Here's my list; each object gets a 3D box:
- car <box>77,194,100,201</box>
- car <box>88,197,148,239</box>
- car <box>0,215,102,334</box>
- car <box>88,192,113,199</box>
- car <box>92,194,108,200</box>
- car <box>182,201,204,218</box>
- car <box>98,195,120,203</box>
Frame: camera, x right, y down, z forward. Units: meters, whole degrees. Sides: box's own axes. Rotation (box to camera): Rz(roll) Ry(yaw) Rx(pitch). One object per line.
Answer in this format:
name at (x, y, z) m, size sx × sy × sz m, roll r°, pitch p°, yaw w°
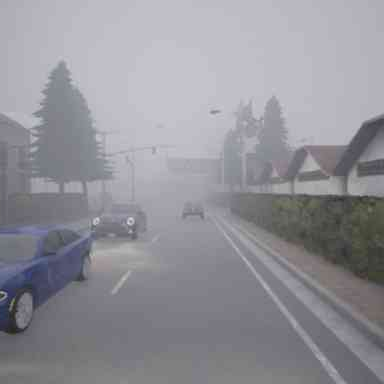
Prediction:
car at (-24.014, 1.219, 77.246) m, size 4.514 × 1.523 × 2.007 m, roll 0°, pitch 0°, yaw -1°
car at (-3.581, 1.334, 17.102) m, size 2.097 × 1.767 × 4.553 m, roll 0°, pitch 0°, yaw 0°
car at (-3.587, 1.470, 6.947) m, size 1.882 × 1.535 × 5.008 m, roll 0°, pitch 0°, yaw 0°
car at (-16.766, 1.014, 61.544) m, size 3.866 × 1.878 × 1.905 m, roll 0°, pitch 0°, yaw -1°
car at (-24.029, 1.230, 87.239) m, size 3.633 × 1.501 × 1.845 m, roll 0°, pitch 0°, yaw -1°
car at (0.105, 1.517, 29.434) m, size 2.033 × 1.411 × 5.357 m, roll 0°, pitch 0°, yaw 0°
car at (-16.174, 1.294, 64.873) m, size 3.806 × 1.475 × 1.970 m, roll 0°, pitch 0°, yaw -1°
